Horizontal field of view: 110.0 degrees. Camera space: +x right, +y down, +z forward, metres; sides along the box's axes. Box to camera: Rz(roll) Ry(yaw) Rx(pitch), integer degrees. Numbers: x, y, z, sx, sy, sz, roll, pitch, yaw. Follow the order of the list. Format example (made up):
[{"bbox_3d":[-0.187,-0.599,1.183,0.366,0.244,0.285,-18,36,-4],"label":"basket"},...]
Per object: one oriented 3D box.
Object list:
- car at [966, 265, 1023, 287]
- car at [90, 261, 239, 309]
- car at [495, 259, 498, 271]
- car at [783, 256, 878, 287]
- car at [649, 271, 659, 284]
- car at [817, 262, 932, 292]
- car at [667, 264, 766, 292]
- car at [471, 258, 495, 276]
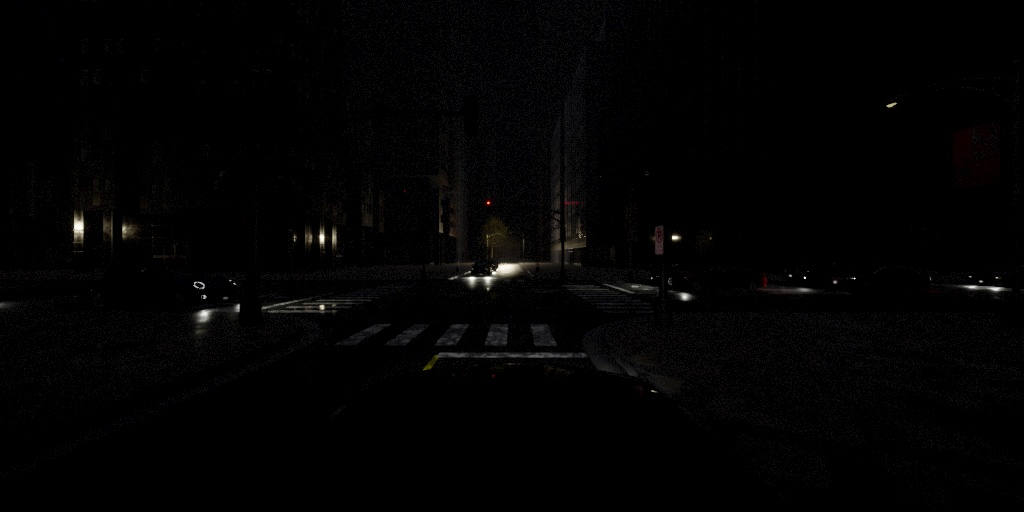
[{"bbox_3d":[34.240,1.330,24.122,5.357,1.411,2.033,0,0,0],"label":"car"},{"bbox_3d":[-13.694,1.099,14.354,4.553,1.767,2.097,0,0,0],"label":"car"},{"bbox_3d":[-3.131,1.102,47.320,2.097,1.767,4.553,0,0,0],"label":"car"},{"bbox_3d":[21.577,0.987,24.164,5.566,2.045,2.150,0,0,1],"label":"car"},{"bbox_3d":[11.846,1.258,24.225,4.892,1.490,1.837,0,0,-1],"label":"car"},{"bbox_3d":[21.324,1.262,20.929,4.902,1.511,2.128,0,0,0],"label":"car"},{"bbox_3d":[12.000,1.237,20.969,5.008,1.535,1.882,0,0,1],"label":"car"},{"bbox_3d":[-3.114,1.227,37.539,1.882,1.535,5.008,0,0,1],"label":"car"}]
